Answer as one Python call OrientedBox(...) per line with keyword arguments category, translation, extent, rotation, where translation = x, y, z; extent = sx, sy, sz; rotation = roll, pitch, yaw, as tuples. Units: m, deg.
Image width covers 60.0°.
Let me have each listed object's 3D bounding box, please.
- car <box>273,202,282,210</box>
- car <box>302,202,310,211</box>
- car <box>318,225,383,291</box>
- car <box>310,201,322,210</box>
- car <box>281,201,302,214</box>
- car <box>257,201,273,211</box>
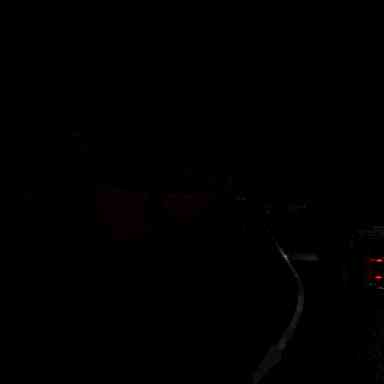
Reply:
OrientedBox(category="car", translation=(18.611, 3.062, 69.698), extent=(1.837, 1.490, 4.892), rotation=(0, -1, 9))
OrientedBox(category="car", translation=(21.559, 3.066, 66.054), extent=(1.895, 1.301, 4.718), rotation=(0, -1, 9))
OrientedBox(category="car", translation=(4.937, 1.716, 9.486), extent=(1.837, 1.490, 4.892), rotation=(0, -1, 10))
OrientedBox(category="car", translation=(25.576, 3.051, 68.912), extent=(2.128, 1.511, 4.902), rotation=(0, -1, 9))
OrientedBox(category="car", translation=(15.994, 2.675, 53.557), extent=(1.882, 1.535, 5.008), rotation=(0, -1, 10))
OrientedBox(category="car", translation=(14.468, 2.994, 66.082), extent=(1.837, 1.490, 4.892), rotation=(0, -1, 9))
